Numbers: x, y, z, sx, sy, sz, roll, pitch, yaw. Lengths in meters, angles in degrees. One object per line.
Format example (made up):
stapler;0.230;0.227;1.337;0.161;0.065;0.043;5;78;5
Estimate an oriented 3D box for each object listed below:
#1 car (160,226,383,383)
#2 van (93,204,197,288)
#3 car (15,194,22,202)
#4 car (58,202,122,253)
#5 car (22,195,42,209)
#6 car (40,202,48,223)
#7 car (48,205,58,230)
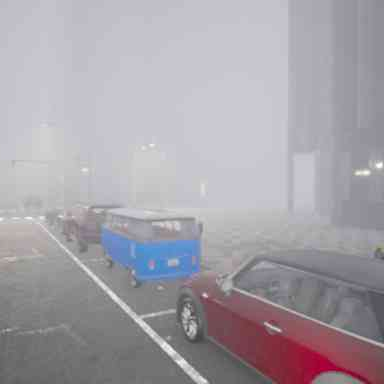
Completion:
car;1.365;1.462;4.332;1.967;1.590;4.097;0;0;-29
van;-1.321;1.362;9.159;1.690;1.788;3.998;0;0;-29
car;-41.723;1.648;81.804;1.887;1.381;4.507;0;0;-29
car;-4.007;1.335;13.988;2.192;1.841;5.009;0;0;-29
car;-22.522;1.350;47.277;2.192;1.841;5.009;0;0;-29
car;-9.381;1.566;23.645;1.887;1.381;4.507;0;0;-29
car;-6.694;1.571;18.816;2.008;1.369;4.403;0;0;-29
